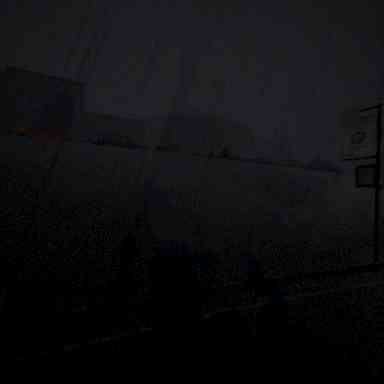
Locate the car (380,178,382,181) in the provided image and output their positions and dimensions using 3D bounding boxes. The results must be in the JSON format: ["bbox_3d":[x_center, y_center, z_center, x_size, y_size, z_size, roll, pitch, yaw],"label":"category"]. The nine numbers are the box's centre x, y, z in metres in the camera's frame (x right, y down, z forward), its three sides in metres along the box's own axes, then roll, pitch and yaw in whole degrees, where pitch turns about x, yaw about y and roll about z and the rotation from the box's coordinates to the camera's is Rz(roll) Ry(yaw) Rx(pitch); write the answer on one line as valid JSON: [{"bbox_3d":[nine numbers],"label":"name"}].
[{"bbox_3d":[25.820,-1.830,49.354,4.674,1.452,2.002,4,-2,-39],"label":"car"}]

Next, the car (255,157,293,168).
[{"bbox_3d":[8.070,-2.993,35.932,4.892,1.521,2.231,3,-1,-34],"label":"car"}]

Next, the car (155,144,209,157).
[{"bbox_3d":[-1.056,-3.415,29.912,4.792,1.488,2.163,3,-1,-32],"label":"car"}]

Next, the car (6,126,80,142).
[{"bbox_3d":[-10.687,-3.908,24.115,5.008,1.535,2.097,3,-1,-29],"label":"car"}]

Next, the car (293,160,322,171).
[{"bbox_3d":[12.668,-2.868,39.190,4.553,1.767,2.185,3,-2,-35],"label":"car"}]

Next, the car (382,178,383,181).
[{"bbox_3d":[30.058,-1.496,52.911,4.674,1.452,2.002,5,-2,-40],"label":"car"}]

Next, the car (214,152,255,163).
[{"bbox_3d":[3.579,-3.178,32.899,4.674,1.452,2.002,3,-1,-33],"label":"car"}]

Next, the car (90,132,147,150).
[{"bbox_3d":[-5.919,-3.806,26.907,4.553,1.767,2.185,3,-1,-30],"label":"car"}]

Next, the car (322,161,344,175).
[{"bbox_3d":[17.186,-2.721,42.516,5.566,2.045,2.435,3,-2,-36],"label":"car"}]
